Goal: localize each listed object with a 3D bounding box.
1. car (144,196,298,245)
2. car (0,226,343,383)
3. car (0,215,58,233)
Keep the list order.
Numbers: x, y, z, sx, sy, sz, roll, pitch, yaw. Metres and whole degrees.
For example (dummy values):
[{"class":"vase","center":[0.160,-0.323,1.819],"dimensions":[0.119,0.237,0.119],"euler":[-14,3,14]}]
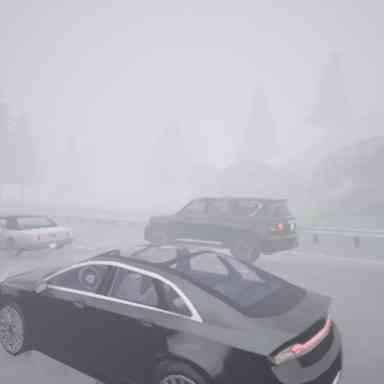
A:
[{"class":"car","center":[0.860,1.152,11.767],"dimensions":[5.566,2.045,2.150],"euler":[0,0,34]},{"class":"car","center":[-0.709,1.462,4.364],"dimensions":[4.902,1.511,2.128],"euler":[0,0,35]},{"class":"car","center":[-6.579,1.500,12.389],"dimensions":[4.718,1.301,1.895],"euler":[0,0,32]}]
